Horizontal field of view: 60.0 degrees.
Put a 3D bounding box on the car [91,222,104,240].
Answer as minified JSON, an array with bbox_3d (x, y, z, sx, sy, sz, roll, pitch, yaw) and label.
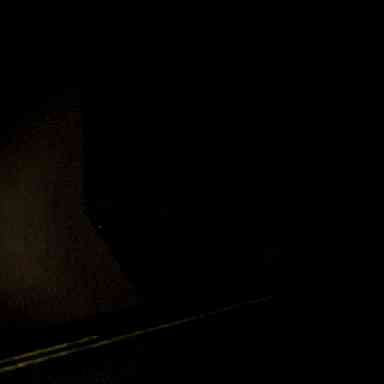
[{"bbox_3d":[-5.604,1.558,12.903,4.181,1.385,1.994,0,0,-36],"label":"car"}]
